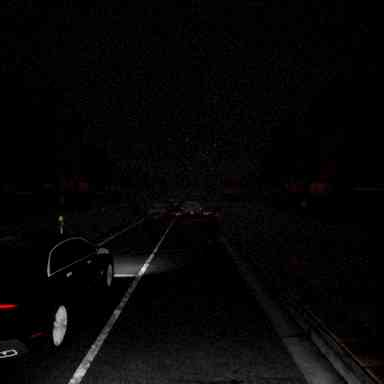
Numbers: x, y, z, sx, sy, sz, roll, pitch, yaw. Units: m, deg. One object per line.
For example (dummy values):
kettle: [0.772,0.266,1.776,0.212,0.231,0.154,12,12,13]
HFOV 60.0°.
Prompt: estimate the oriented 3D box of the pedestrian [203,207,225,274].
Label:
pedestrian: [0.590,1.294,9.035,0.375,1.860,0.375,1,1,0]

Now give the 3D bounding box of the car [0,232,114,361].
car: [-2.770,1.503,6.099,1.837,1.490,4.892,0,0,0]

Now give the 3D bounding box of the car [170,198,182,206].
car: [-2.853,1.791,60.486,2.008,1.369,4.403,-2,0,0]

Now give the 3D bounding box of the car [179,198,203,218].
car: [-0.004,1.579,31.133,1.812,1.442,4.674,0,0,0]

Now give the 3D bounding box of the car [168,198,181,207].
car: [-2.835,1.749,55.038,2.008,1.369,4.403,-2,0,0]

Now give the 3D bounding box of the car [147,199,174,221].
car: [-2.745,1.565,27.632,1.752,1.417,4.829,-1,0,0]

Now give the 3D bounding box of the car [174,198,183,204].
car: [-2.888,1.913,71.380,1.802,1.307,4.206,-2,0,0]

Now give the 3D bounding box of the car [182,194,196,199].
car: [-0.046,1.479,44.904,2.097,1.767,4.553,0,0,-2]

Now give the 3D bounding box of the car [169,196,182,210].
car: [-2.803,1.563,44.144,1.967,1.590,4.097,-2,0,0]

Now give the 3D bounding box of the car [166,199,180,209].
car: [-2.814,1.741,49.586,1.802,1.307,4.206,-1,0,0]
